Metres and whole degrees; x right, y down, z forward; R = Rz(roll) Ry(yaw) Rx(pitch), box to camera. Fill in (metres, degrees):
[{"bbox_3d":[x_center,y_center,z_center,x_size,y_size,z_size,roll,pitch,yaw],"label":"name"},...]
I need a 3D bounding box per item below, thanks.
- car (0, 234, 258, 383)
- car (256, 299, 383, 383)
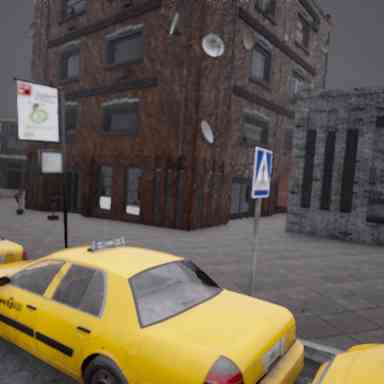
[{"bbox_3d":[-1.348,1.378,4.497,5.366,1.575,1.946,2,1,35],"label":"car"},{"bbox_3d":[3.152,1.526,1.295,5.366,1.575,1.946,2,1,35],"label":"car"}]
